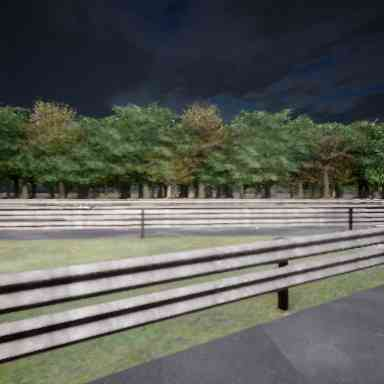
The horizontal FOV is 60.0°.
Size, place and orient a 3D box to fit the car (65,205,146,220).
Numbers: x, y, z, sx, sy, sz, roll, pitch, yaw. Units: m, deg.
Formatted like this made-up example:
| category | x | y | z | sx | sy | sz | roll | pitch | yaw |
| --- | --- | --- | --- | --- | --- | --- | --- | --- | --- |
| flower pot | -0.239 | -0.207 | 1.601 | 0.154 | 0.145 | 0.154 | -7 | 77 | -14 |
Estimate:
| category | x | y | z | sx | sy | sz | roll | pitch | yaw |
| --- | --- | --- | --- | --- | --- | --- | --- | --- | --- |
| car | -5.213 | 1.494 | 20.674 | 4.718 | 1.301 | 1.895 | 0 | 0 | -8 |
